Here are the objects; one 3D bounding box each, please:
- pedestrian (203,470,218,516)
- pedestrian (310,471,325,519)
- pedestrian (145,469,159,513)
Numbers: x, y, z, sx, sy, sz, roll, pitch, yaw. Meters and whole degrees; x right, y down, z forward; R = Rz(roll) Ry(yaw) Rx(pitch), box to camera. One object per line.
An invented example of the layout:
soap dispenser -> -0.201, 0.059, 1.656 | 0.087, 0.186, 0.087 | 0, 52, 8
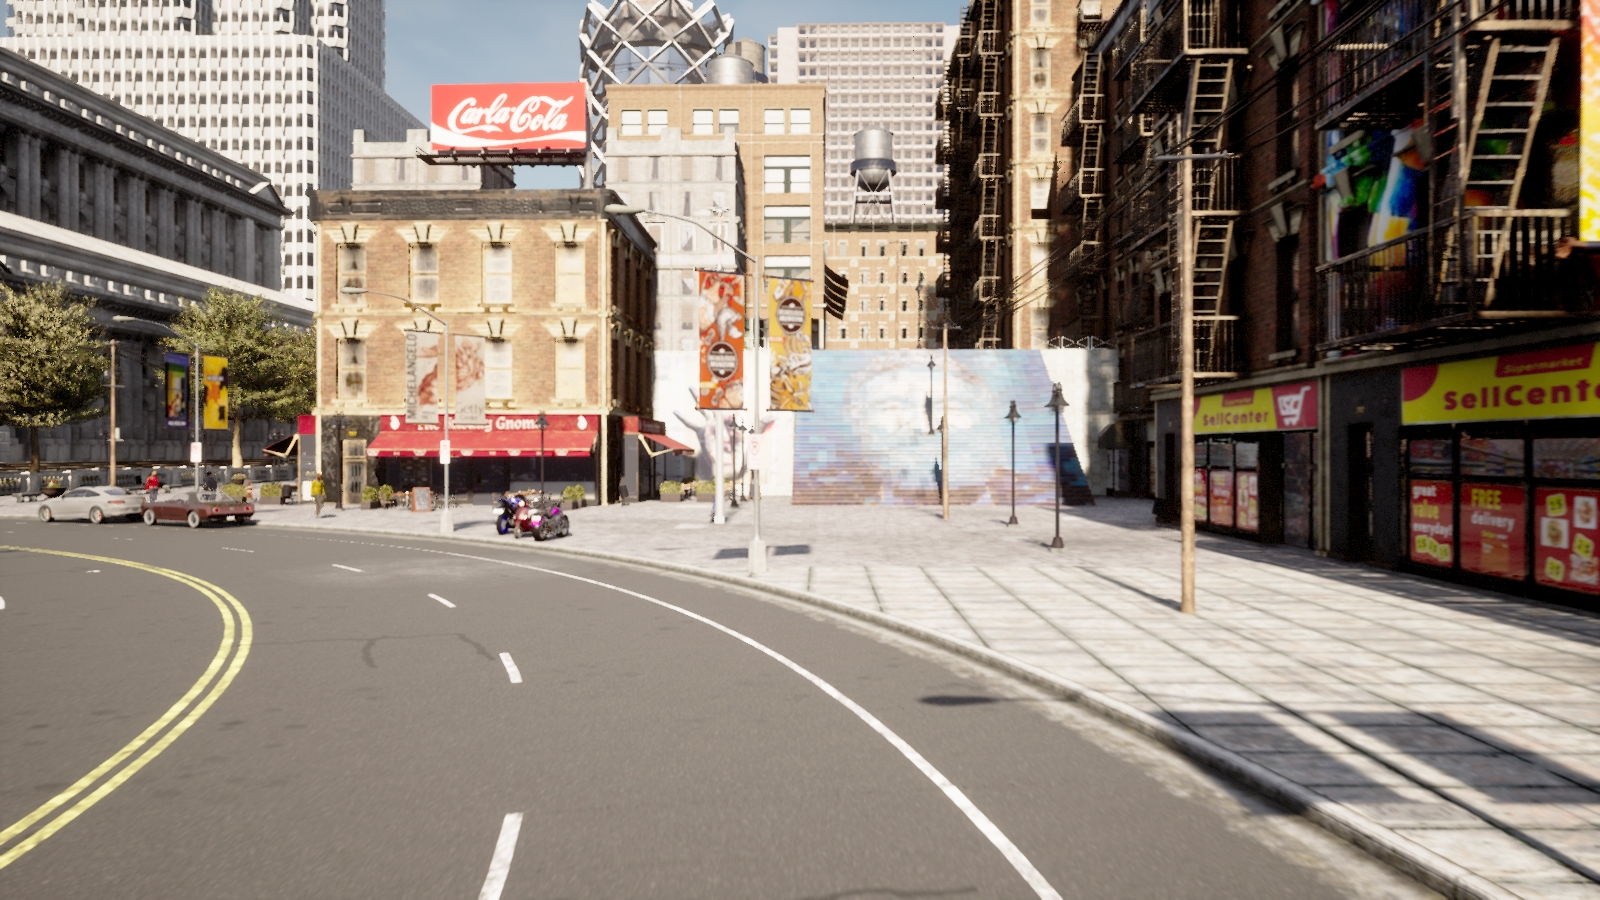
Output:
pedestrian -> -24.093, 1.763, 46.684 | 0.375, 1.860, 0.375 | 0, 0, 28
pedestrian -> -18.990, 1.754, 44.942 | 0.375, 1.860, 0.375 | 0, 0, 29
pedestrian -> -27.944, 1.773, 49.297 | 0.375, 1.860, 0.375 | 0, 0, 27
